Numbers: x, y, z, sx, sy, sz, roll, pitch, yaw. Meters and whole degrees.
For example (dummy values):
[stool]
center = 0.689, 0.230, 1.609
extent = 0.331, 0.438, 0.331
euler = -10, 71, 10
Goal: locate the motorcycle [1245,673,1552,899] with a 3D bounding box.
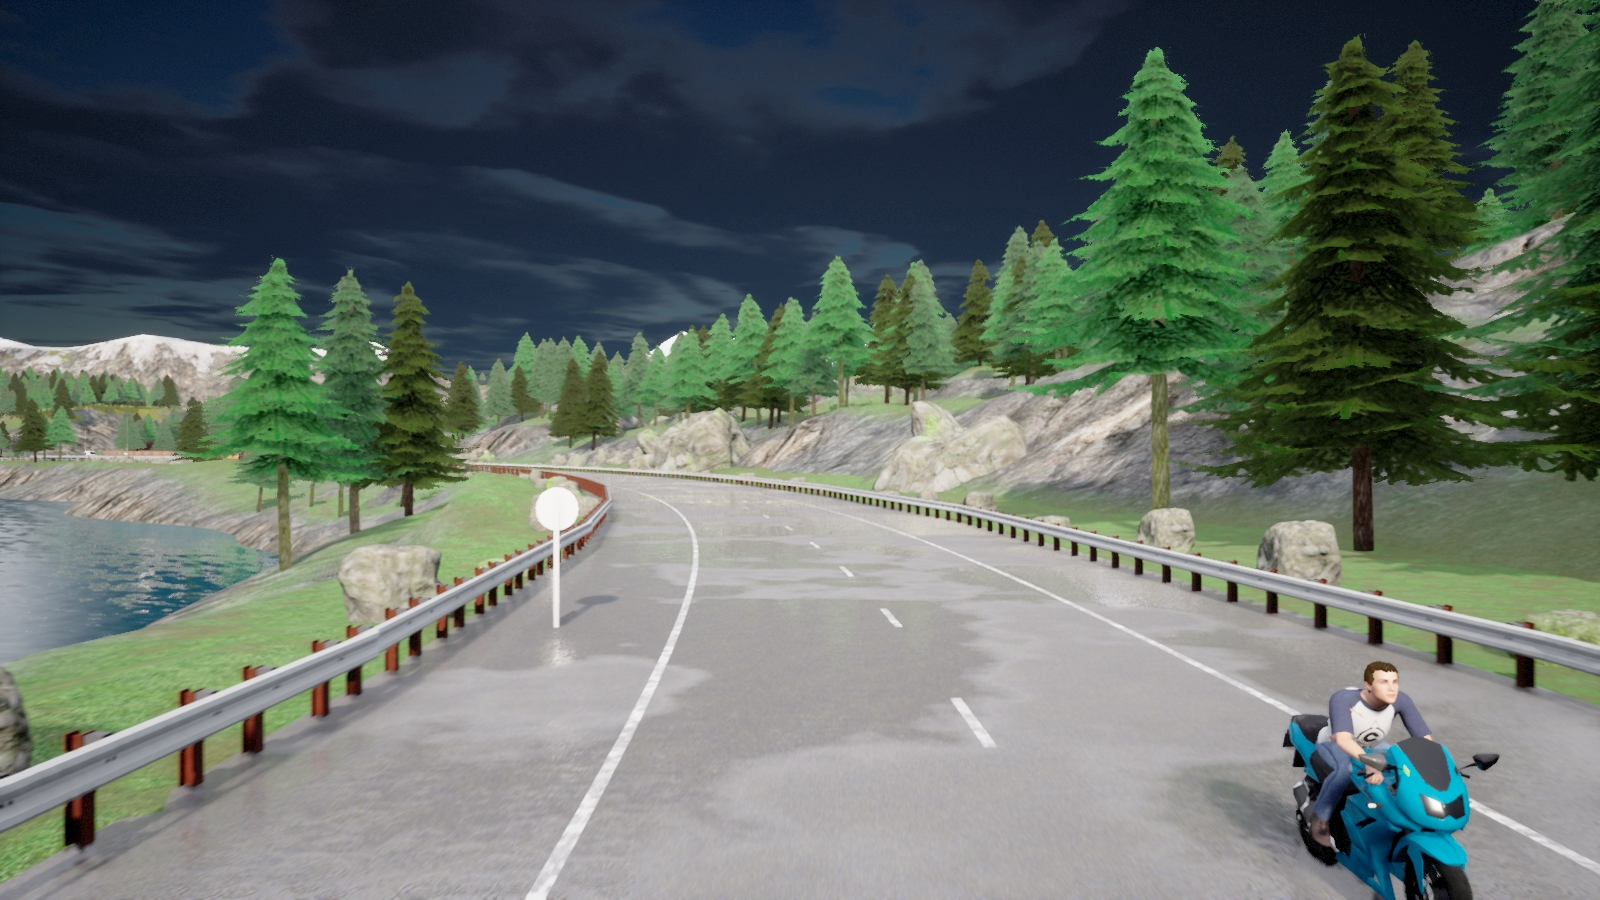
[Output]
[motorcycle]
center = 3.532, 2.177, 7.000
extent = 0.803, 1.217, 2.033
euler = 0, 0, 0
